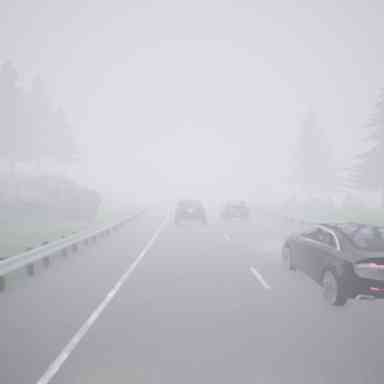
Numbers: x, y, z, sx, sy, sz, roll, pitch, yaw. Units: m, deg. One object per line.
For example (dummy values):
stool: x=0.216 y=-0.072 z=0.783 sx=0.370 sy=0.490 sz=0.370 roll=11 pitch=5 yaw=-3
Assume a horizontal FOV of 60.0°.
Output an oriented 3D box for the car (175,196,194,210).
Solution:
car: x=-1.026 y=1.351 z=41.677 sx=2.128 sy=1.511 sz=4.902 roll=0 pitch=0 yaw=-4

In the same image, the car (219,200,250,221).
car: x=3.259 y=1.404 z=26.192 sx=2.128 sy=1.511 sz=4.902 roll=0 pitch=0 yaw=-2

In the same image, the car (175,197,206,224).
car: x=-0.162 y=1.272 z=23.752 sx=2.097 sy=1.767 sz=4.553 roll=0 pitch=0 yaw=-2

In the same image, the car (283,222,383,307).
car: x=3.593 y=1.465 z=7.905 sx=2.128 sy=1.511 sz=4.902 roll=0 pitch=0 yaw=0
